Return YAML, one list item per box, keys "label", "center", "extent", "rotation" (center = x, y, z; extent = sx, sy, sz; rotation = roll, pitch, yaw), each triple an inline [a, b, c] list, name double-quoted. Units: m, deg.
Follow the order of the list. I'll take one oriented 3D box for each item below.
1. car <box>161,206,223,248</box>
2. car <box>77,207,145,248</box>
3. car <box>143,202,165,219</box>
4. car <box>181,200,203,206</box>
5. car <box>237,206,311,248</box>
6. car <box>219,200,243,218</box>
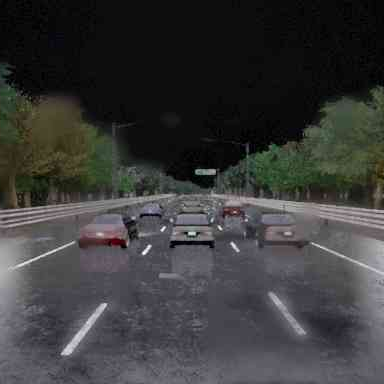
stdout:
- label: "car"
  center: [0.000, 1.564, 14.651]
  extent: [2.033, 1.411, 5.357]
  rotation: [0, 0, 0]
- label: "car"
  center: [-3.500, 1.573, 14.650]
  extent: [1.994, 1.385, 4.181]
  rotation: [0, 0, 0]
- label: "car"
  center: [-3.500, 1.573, 29.650]
  extent: [1.994, 1.385, 4.181]
  rotation: [0, 0, 0]
- label: "car"
  center: [0.000, 1.496, 29.650]
  extent: [2.128, 1.511, 4.902]
  rotation: [0, 0, 0]
- label: "car"
  center: [3.500, 1.564, 14.650]
  extent: [2.033, 1.411, 5.357]
  rotation: [0, 0, 0]
- label: "car"
  center: [3.500, 1.485, 29.650]
  extent: [1.882, 1.535, 5.008]
  rotation: [0, 0, 0]
